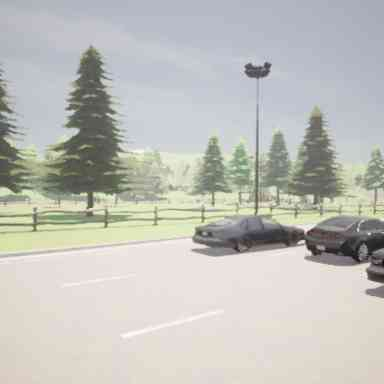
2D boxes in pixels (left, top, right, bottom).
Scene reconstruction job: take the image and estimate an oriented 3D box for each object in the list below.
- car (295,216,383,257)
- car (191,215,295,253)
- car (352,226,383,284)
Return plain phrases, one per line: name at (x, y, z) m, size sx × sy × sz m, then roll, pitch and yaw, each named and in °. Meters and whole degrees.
car at (6.342, 1.669, 12.636) m, size 4.892 × 1.490 × 1.837 m, roll 1°, pitch 0°, yaw -35°
car at (2.557, 1.683, 14.265) m, size 5.357 × 1.411 × 2.033 m, roll 1°, pitch -1°, yaw -35°
car at (6.614, 1.683, 8.561) m, size 5.357 × 1.411 × 2.033 m, roll 1°, pitch -1°, yaw -35°
